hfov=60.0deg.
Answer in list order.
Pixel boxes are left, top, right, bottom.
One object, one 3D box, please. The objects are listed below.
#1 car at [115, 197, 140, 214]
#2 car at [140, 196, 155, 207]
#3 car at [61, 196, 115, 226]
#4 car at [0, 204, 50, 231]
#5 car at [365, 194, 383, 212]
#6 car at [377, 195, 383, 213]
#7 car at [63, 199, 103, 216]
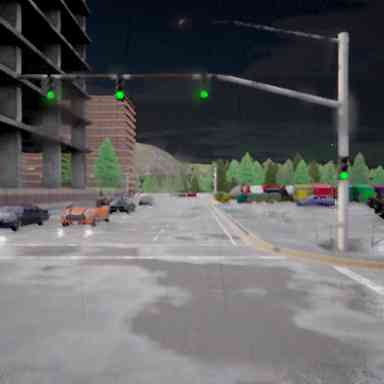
[{"bbox_3d":[-6.801,1.470,32.937,1.895,1.301,4.718,0,0,1],"label":"car"},{"bbox_3d":[-6.552,1.325,48.404,1.837,1.490,4.892,0,0,1],"label":"car"},{"bbox_3d":[-6.947,1.256,22.143,2.097,1.767,4.553,0,0,1],"label":"car"},{"bbox_3d":[-10.476,1.460,20.073,2.033,1.411,5.357,0,0,1],"label":"car"},{"bbox_3d":[22.142,1.046,37.508,4.605,1.855,1.932,0,0,1],"label":"car"},{"bbox_3d":[22.138,1.265,34.825,3.905,1.438,1.784,0,0,1],"label":"car"},{"bbox_3d":[-10.314,1.421,32.039,2.033,1.411,5.357,0,0,1],"label":"car"}]
